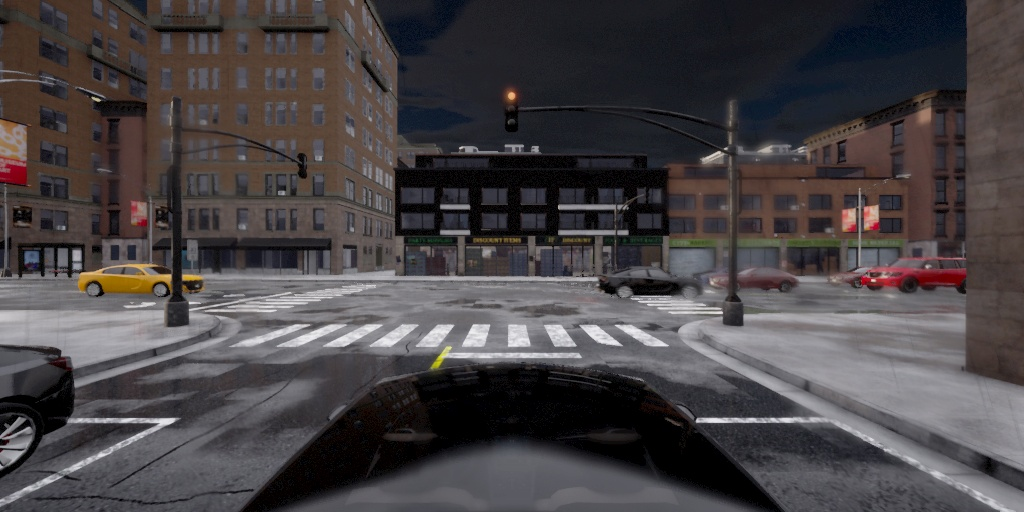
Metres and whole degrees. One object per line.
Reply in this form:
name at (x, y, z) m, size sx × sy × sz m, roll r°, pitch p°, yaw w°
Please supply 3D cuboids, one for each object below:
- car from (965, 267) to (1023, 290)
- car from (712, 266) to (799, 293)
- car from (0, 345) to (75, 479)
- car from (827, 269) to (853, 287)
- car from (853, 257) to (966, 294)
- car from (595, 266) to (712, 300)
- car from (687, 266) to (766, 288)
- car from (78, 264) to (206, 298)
car at (34.121, 1.498, 24.352) m, size 4.181 × 1.385 × 1.994 m, roll 0°, pitch 0°, yaw 0°
car at (14.105, 1.354, 21.008) m, size 4.674 × 1.442 × 1.812 m, roll 0°, pitch 0°, yaw 1°
car at (-5.387, 1.316, 1.910) m, size 1.948 × 1.339 × 4.313 m, roll 0°, pitch 0°, yaw 0°
car at (24.167, 1.407, 24.298) m, size 4.674 × 1.442 × 1.812 m, roll 0°, pitch 0°, yaw 0°
car at (23.999, 1.102, 21.043) m, size 5.566 × 2.045 × 2.150 m, roll 0°, pitch 0°, yaw 0°
car at (6.649, 1.267, 17.520) m, size 5.008 × 1.535 × 1.882 m, roll 0°, pitch 0°, yaw 0°
car at (14.405, 1.394, 24.260) m, size 4.181 × 1.385 × 1.994 m, roll 0°, pitch 0°, yaw 0°
car at (-17.784, 1.149, 17.396) m, size 5.008 × 1.535 × 1.882 m, roll 1°, pitch 0°, yaw 0°
